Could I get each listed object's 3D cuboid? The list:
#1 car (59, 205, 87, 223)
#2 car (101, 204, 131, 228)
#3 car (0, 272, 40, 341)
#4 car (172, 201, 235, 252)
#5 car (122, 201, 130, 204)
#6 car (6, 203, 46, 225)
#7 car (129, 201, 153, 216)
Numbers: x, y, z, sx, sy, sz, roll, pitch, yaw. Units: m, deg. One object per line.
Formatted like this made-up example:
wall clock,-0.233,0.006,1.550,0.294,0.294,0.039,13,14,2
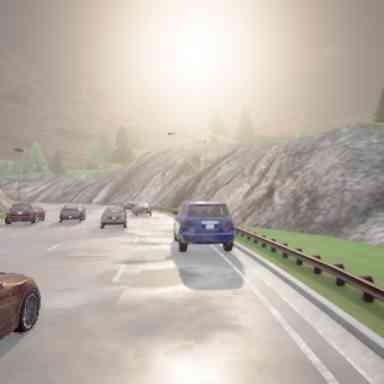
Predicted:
car,-10.515,1.867,29.508,2.128,1.511,4.902,0,-1,-14
car,-5.813,1.858,24.891,2.033,1.411,5.357,0,-1,-12
car,-3.524,1.582,3.958,1.812,1.442,4.674,0,-1,-2
car,0.374,1.404,14.960,2.150,2.045,5.566,0,-1,-6
car,-9.413,2.114,49.228,1.837,1.490,4.892,0,-1,-23
car,-13.679,1.712,27.668,2.097,1.767,4.553,0,-1,-12
car,-5.864,2.004,38.885,1.812,1.442,4.674,0,-1,-16
